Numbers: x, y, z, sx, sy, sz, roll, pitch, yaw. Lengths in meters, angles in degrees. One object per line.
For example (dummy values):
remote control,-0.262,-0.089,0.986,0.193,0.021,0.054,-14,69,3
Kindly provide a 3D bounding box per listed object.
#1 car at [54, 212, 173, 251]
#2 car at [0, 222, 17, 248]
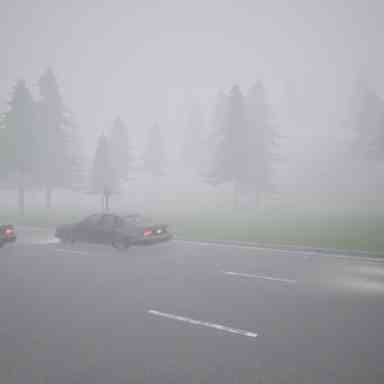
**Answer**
car,-3.401,1.548,13.999,5.357,1.411,2.033,0,0,31
car,-9.249,1.556,13.301,5.357,1.411,2.033,-1,1,32
